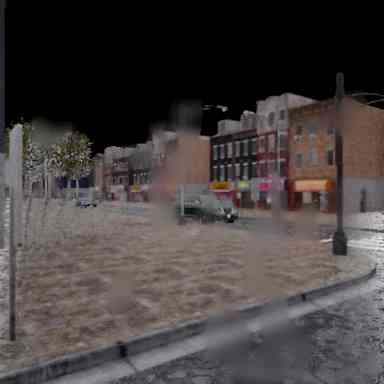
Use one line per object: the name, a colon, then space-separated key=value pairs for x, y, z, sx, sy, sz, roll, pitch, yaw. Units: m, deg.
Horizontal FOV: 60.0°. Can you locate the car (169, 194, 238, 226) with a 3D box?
car: x=0.766 y=1.154 z=23.410 sx=2.150 sy=2.045 sz=5.566 roll=0 pitch=0 yaw=-35

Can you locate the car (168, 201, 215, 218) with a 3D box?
car: x=-0.158 y=1.518 z=29.869 sx=1.895 sy=1.301 sz=4.718 roll=0 pitch=0 yaw=-35

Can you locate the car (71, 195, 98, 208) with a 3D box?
car: x=-14.495 y=1.400 z=45.151 sx=2.033 sy=1.411 sz=5.357 roll=0 pitch=0 yaw=-35
